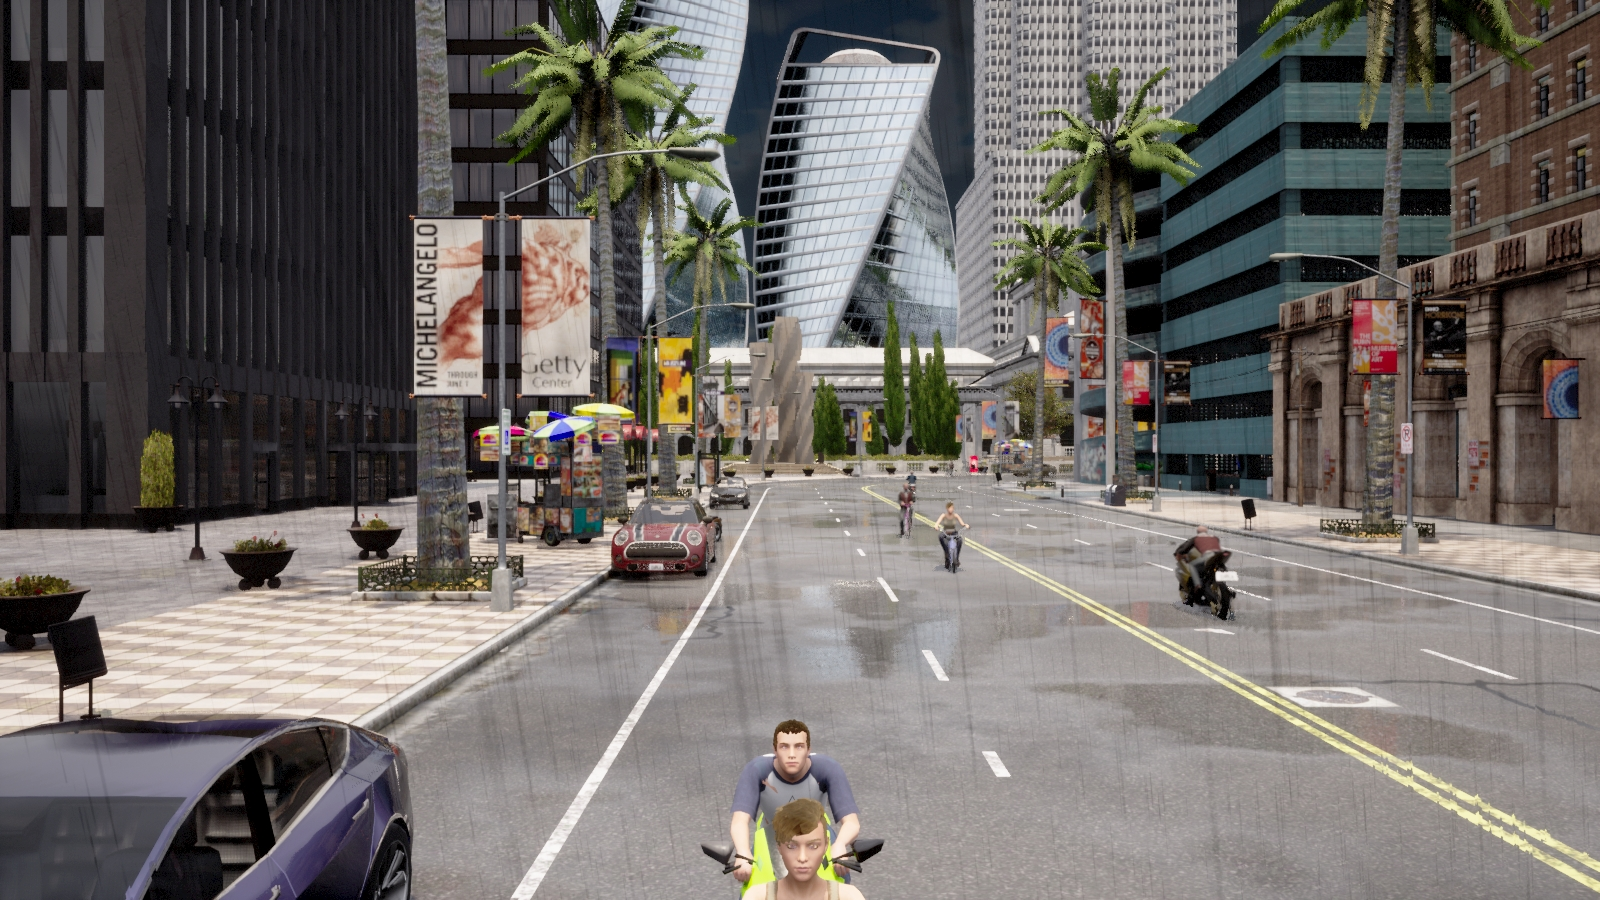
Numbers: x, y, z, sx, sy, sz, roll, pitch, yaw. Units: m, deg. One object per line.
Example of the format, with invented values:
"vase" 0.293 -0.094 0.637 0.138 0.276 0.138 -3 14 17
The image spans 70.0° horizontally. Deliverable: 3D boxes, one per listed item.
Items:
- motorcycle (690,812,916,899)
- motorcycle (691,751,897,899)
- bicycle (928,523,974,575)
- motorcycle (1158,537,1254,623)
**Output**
"motorcycle" 0.012 2.176 3.553 0.764 1.277 2.356 0 2 0
"motorcycle" -0.022 2.223 5.438 0.803 1.145 2.033 -1 -3 0
"bicycle" 3.477 2.267 26.357 0.859 1.080 1.487 0 0 0
"motorcycle" 7.015 2.213 19.863 0.867 1.251 2.209 0 0 0
